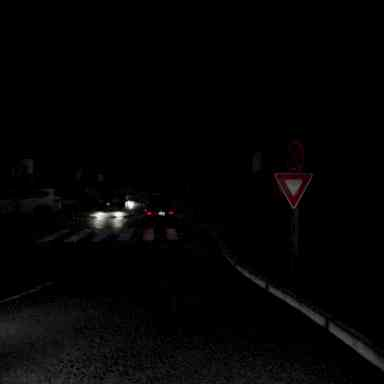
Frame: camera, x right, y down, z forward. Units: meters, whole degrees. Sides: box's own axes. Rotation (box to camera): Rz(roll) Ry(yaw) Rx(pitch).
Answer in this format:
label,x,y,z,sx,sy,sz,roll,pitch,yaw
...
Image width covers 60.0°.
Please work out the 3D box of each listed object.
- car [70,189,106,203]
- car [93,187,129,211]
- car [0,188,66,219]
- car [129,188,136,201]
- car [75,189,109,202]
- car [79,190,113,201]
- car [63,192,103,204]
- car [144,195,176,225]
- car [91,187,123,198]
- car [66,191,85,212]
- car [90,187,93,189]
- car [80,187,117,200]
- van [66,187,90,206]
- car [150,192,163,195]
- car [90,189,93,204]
label,x,y,z,sx,sy,sz,roll,pitch,yaw
car,-14.500,0.493,46.406,4.553,1.767,2.185,-1,2,-26
car,-7.506,0.638,31.325,2.150,2.045,5.566,0,1,-7
car,-11.824,0.809,22.499,5.566,2.045,2.435,-1,2,-27
car,-9.586,0.590,50.370,2.128,1.511,4.902,0,1,-6
car,-14.834,0.440,49.388,4.553,1.767,2.185,-1,2,-26
car,-15.174,0.542,52.385,4.792,1.488,2.163,-1,1,-26
car,-14.196,0.714,43.416,4.674,1.452,2.002,-1,1,-26
car,-1.984,1.172,20.410,2.033,1.411,5.357,0,1,-6
car,-16.521,0.060,64.320,5.566,2.045,2.435,-2,1,-27
car,-12.330,0.942,28.578,5.366,1.575,1.946,-1,1,-27
car,-13.892,0.603,40.420,4.553,1.767,2.185,-1,1,-27
car,-15.509,0.209,55.361,5.566,2.045,2.435,-1,1,-26
van,-13.287,0.615,34.401,4.442,1.987,1.878,-1,2,-27
car,-4.158,0.752,39.301,1.882,1.535,5.008,0,1,-7
car,-13.513,0.783,37.444,5.008,1.535,2.097,-1,2,-26
